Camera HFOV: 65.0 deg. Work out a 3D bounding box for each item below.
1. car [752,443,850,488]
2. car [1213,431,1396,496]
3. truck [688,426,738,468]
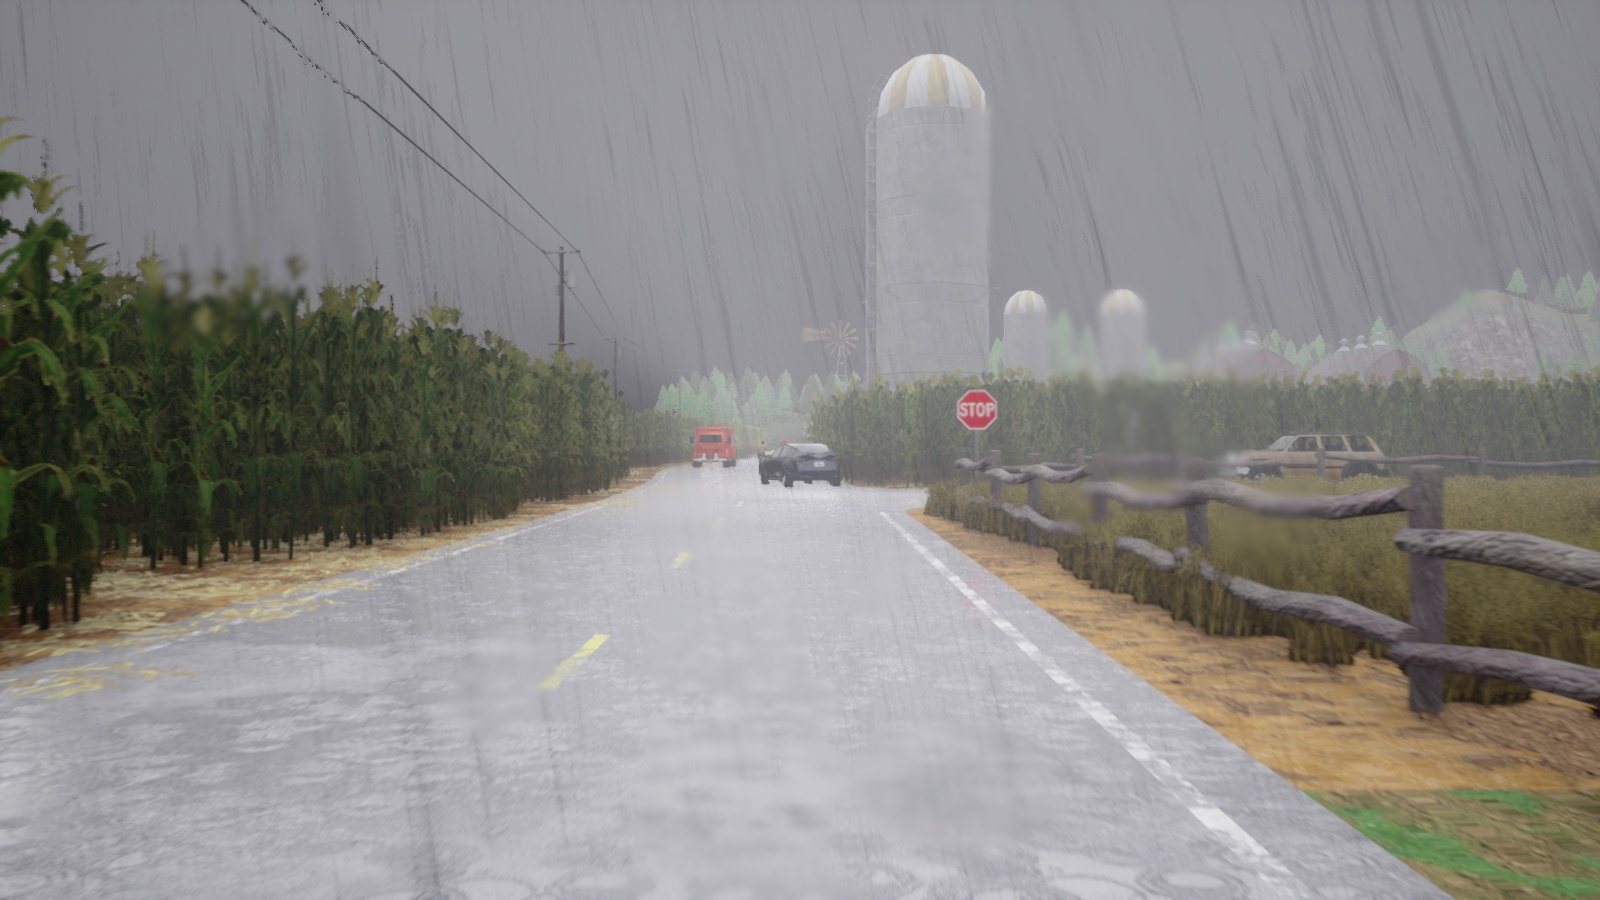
[{"bbox_3d":[-0.033,0.500,43.749,2.163,1.488,4.792,0,0,-16],"label":"car"},{"bbox_3d":[14.733,0.367,36.858,4.605,1.855,1.932,0,0,0],"label":"car"},{"bbox_3d":[-5.323,-0.181,77.363,2.627,2.467,5.204,0,0,1],"label":"truck"}]
